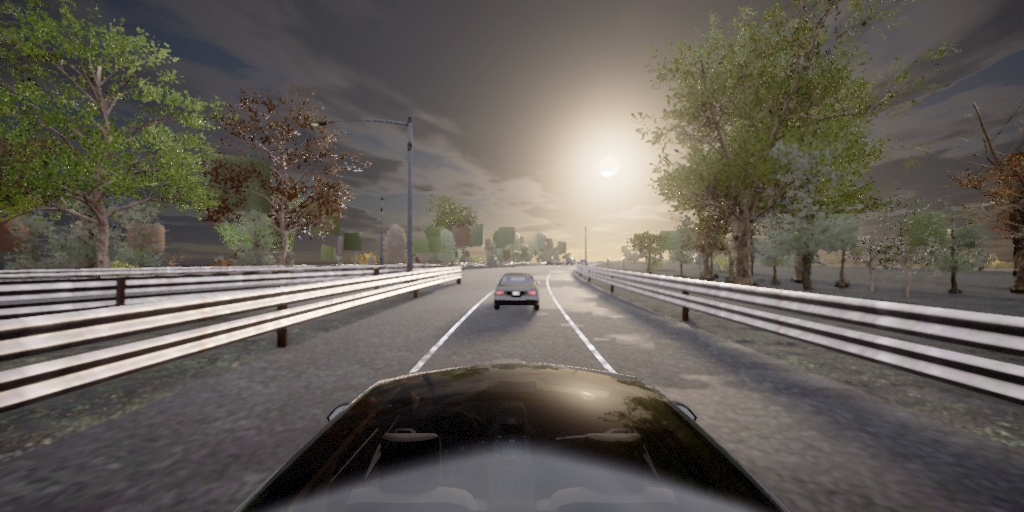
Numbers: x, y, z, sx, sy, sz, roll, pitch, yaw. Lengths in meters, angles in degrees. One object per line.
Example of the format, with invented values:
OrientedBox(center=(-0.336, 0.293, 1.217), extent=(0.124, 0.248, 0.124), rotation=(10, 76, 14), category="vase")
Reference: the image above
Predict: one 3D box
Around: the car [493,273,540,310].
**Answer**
OrientedBox(center=(0.247, 1.425, 15.501), extent=(2.033, 1.411, 5.357), rotation=(0, 0, 2), category="car")
